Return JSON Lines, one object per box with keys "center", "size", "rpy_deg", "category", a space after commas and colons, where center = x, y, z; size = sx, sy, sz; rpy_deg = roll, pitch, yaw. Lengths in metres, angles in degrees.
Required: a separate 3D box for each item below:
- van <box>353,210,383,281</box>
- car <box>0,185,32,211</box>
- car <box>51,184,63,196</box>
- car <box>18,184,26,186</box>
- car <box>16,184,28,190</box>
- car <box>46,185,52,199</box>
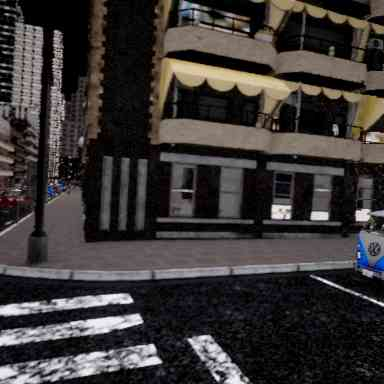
{"center": [5.943, 1.372, 8.143], "size": [3.998, 1.788, 1.690], "rpy_deg": [2, 2, -20], "category": "van"}
{"center": [-13.866, 0.539, 26.142], "size": [1.967, 1.590, 4.097], "rpy_deg": [2, 1, -19], "category": "car"}
{"center": [-28.095, -0.483, 68.001], "size": [1.887, 1.381, 4.507], "rpy_deg": [2, 1, -19], "category": "car"}
{"center": [-25.653, -0.220, 52.493], "size": [2.033, 1.411, 5.357], "rpy_deg": [3, 1, -19], "category": "car"}
{"center": [-41.355, -1.269, 81.000], "size": [1.802, 1.307, 4.206], "rpy_deg": [2, 1, -19], "category": "car"}
{"center": [-19.204, 0.224, 41.839], "size": [2.008, 1.369, 4.403], "rpy_deg": [2, 1, -19], "category": "car"}
